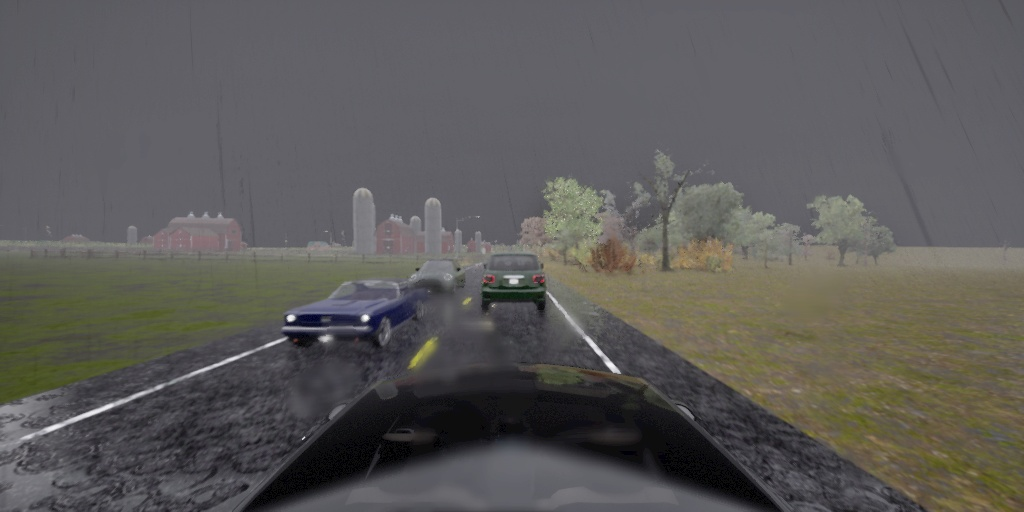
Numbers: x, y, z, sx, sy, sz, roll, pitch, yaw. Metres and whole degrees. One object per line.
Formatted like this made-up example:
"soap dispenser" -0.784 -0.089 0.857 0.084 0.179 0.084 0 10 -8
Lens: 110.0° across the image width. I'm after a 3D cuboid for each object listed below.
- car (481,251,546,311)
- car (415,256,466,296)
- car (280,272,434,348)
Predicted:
"car" 0.062 0.828 13.692 2.150 2.045 5.566 0 1 0
"car" -3.499 0.921 17.472 2.097 1.767 4.553 0 1 0
"car" -3.551 1.260 9.100 1.895 1.301 4.718 0 1 1
